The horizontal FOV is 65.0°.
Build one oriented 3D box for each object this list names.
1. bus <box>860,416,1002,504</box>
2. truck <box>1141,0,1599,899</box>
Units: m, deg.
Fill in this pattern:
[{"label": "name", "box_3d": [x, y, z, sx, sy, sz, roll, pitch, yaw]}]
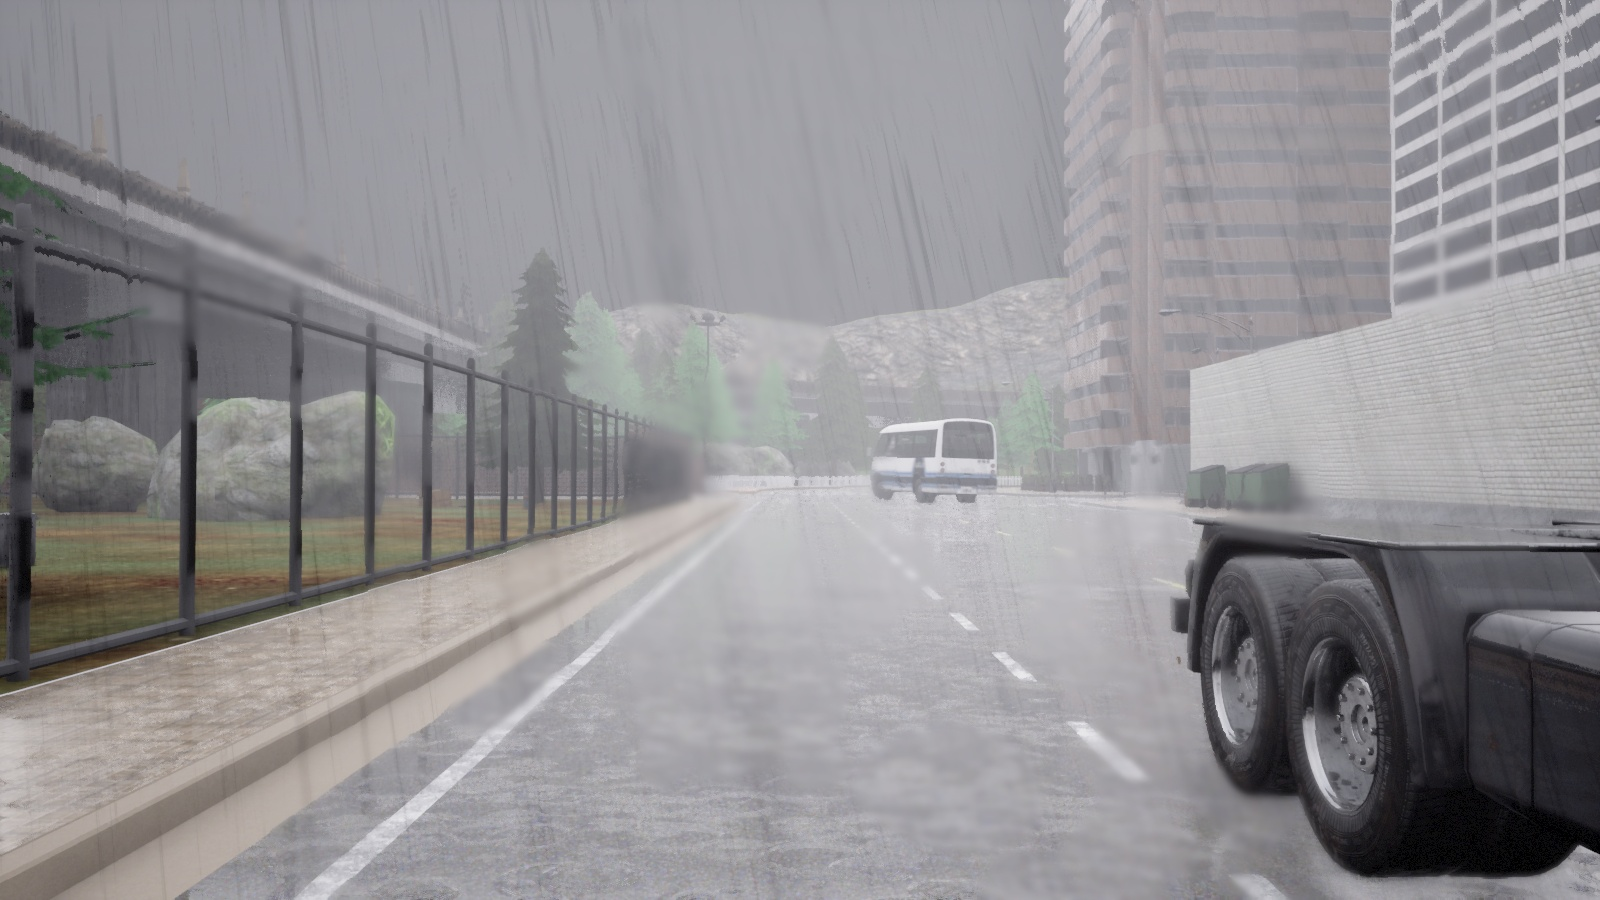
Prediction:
[{"label": "bus", "box_3d": [6.762, 0.583, 67.276, 3.944, 4.253, 10.273, 2, -1, -16]}, {"label": "truck", "box_3d": [3.487, -0.123, 3.466, 2.891, 3.462, 7.936, 0, -1, 0]}]
